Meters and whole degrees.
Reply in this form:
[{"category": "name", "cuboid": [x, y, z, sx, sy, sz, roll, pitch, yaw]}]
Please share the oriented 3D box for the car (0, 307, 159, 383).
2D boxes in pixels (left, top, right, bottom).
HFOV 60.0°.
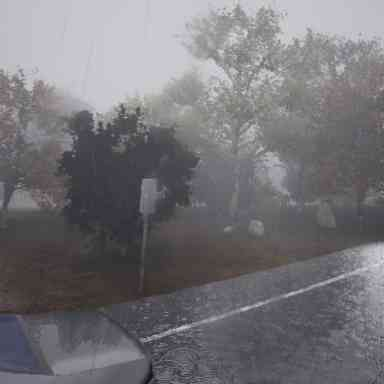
[{"category": "car", "cuboid": [-2.735, 1.559, 1.782, 5.357, 1.411, 2.033, 0, 0, -35]}]
